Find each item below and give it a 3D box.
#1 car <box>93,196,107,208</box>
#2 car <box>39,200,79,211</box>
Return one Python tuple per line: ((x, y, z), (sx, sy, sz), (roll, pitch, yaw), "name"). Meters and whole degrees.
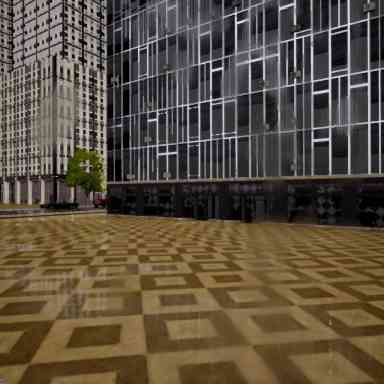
((-13.459, 1.492, 53.387), (2.192, 1.841, 5.009), (-1, -1, 35), "car")
((-17.276, 1.727, 43.282), (1.895, 1.301, 4.718), (0, 0, 35), "car")
